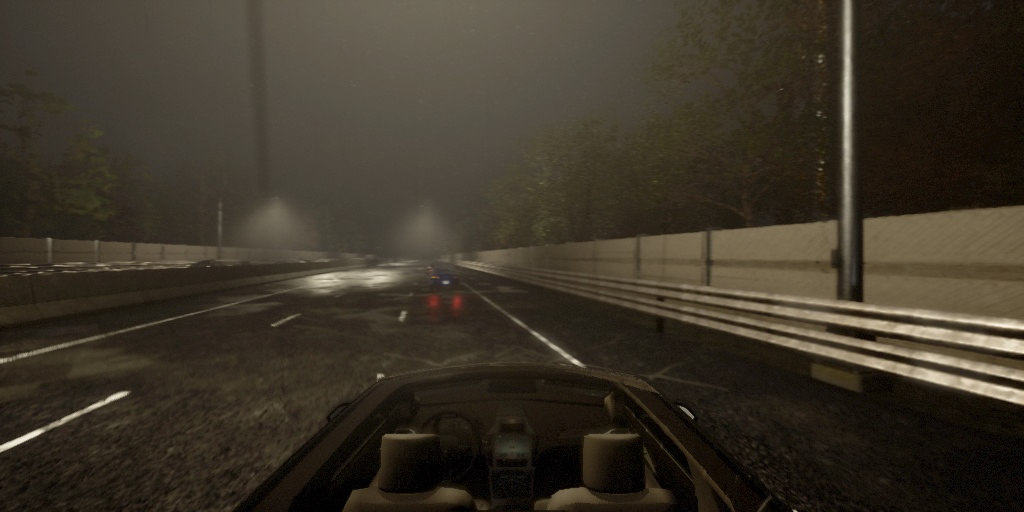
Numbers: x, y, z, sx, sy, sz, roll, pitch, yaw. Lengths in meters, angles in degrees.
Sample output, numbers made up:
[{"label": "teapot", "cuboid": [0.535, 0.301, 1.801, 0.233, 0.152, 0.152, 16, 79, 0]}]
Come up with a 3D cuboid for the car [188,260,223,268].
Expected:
[{"label": "car", "cuboid": [-33.767, 1.219, 39.811, 1.837, 1.490, 4.892, 0, 0, -13]}]

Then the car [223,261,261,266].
[{"label": "car", "cuboid": [-30.563, 1.283, 41.521, 2.033, 1.411, 5.357, 0, 0, -13]}]

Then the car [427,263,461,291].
[{"label": "car", "cuboid": [-4.247, 1.318, 22.446, 1.812, 1.442, 4.674, 0, 0, -13]}]

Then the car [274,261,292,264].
[{"label": "car", "cuboid": [-27.277, 1.318, 42.844, 1.994, 1.385, 4.181, 0, 0, -13]}]
